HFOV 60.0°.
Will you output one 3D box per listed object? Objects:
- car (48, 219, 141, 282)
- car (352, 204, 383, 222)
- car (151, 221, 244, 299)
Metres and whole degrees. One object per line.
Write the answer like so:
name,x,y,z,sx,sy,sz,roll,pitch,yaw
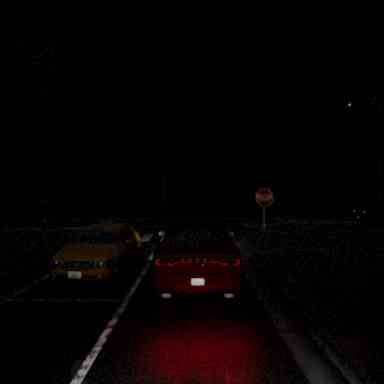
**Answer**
car,-2.599,1.526,9.821,1.752,1.417,4.829,1,0,0
car,14.012,1.451,23.621,4.718,1.301,1.895,-1,-1,0
car,0.112,1.478,8.525,1.882,1.535,5.008,0,0,0
